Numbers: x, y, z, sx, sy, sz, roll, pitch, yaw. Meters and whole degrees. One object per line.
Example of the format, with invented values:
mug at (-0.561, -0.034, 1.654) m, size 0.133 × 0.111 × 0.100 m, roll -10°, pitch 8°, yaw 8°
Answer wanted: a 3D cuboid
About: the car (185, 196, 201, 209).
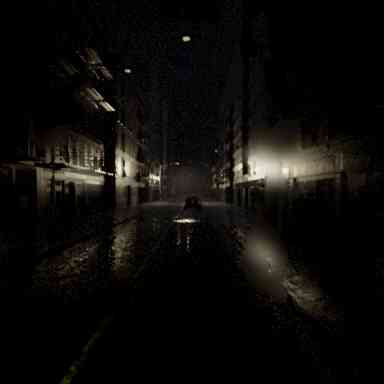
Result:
car at (0.114, 1.361, 44.773) m, size 2.097 × 1.767 × 4.553 m, roll 0°, pitch 0°, yaw 0°
